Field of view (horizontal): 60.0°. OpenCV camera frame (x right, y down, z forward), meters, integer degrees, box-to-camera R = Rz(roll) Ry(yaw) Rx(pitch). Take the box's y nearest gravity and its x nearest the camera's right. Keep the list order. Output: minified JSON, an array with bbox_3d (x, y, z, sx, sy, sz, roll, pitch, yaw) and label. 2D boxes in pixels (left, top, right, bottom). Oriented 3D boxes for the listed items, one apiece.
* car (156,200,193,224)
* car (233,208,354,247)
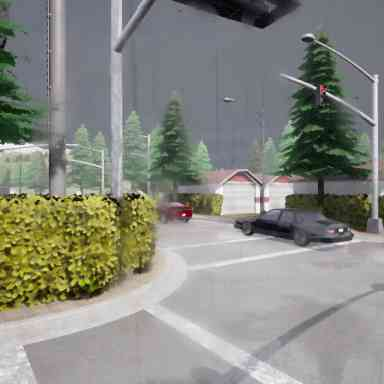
[{"bbox_3d":[-1.945,1.305,23.380,1.882,1.535,5.008,-1,1,-35],"label":"car"},{"bbox_3d":[4.253,1.422,14.787,2.033,1.411,5.357,0,2,-35],"label":"car"}]
